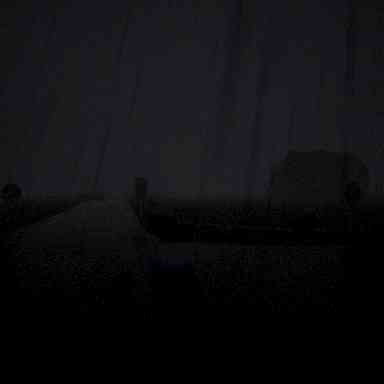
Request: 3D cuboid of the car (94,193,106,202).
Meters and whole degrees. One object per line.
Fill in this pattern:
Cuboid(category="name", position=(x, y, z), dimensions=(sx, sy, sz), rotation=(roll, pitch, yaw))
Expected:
Cuboid(category="car", position=(-15.497, 0.868, 56.255), dimensions=(2.033, 1.411, 5.357), rotation=(1, 0, -12))
